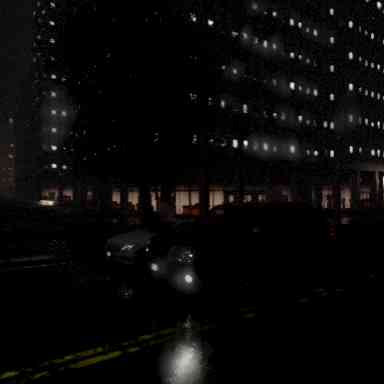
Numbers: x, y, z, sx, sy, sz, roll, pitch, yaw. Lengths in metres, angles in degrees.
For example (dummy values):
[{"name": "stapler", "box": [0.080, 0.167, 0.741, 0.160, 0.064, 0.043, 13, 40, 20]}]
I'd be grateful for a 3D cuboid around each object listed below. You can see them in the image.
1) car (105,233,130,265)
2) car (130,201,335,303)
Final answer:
[{"name": "car", "box": [-0.574, 1.585, 11.260, 4.674, 1.442, 1.812, 1, 0, -35]}, {"name": "car", "box": [1.460, 1.282, 8.720, 5.566, 2.045, 2.150, 1, 0, -35]}]
